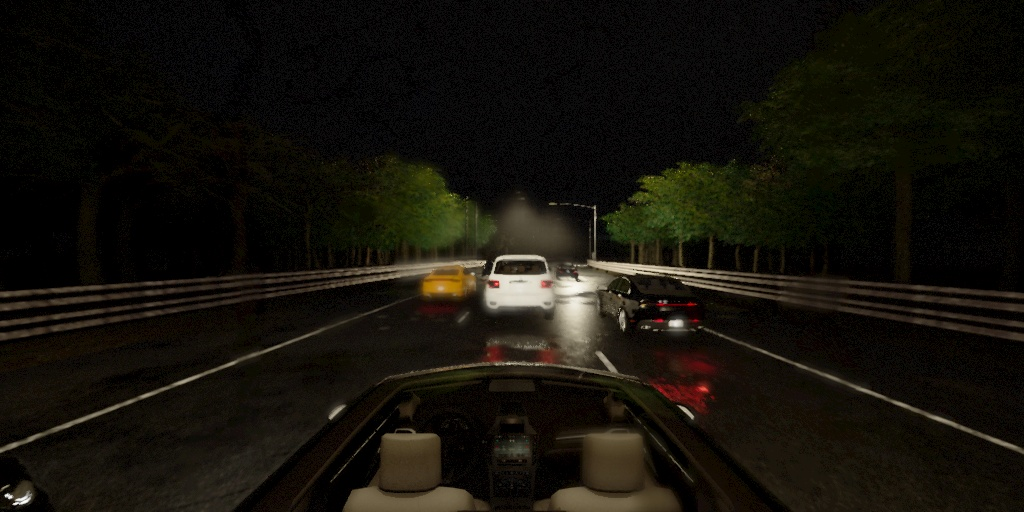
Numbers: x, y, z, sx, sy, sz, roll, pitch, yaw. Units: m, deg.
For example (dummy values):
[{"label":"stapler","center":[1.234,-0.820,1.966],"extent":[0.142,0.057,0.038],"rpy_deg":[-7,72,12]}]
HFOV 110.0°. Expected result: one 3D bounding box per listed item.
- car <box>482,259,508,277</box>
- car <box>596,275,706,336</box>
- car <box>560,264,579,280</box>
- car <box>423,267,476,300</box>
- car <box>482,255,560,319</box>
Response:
[{"label":"car","center":[-1.702,1.187,37.025],"extent":[2.097,1.767,4.553],"rpy_deg":[0,0,5]},{"label":"car","center":[3.759,1.283,10.485],"extent":[1.837,1.490,4.892],"rpy_deg":[0,0,1]},{"label":"car","center":[4.899,1.381,32.297],"extent":[2.033,1.411,5.357],"rpy_deg":[0,0,5]},{"label":"car","center":[-2.986,1.266,18.032],"extent":[1.882,1.535,5.008],"rpy_deg":[0,0,2]},{"label":"car","center":[0.323,1.002,13.090],"extent":[2.150,2.045,5.566],"rpy_deg":[0,0,2]}]
